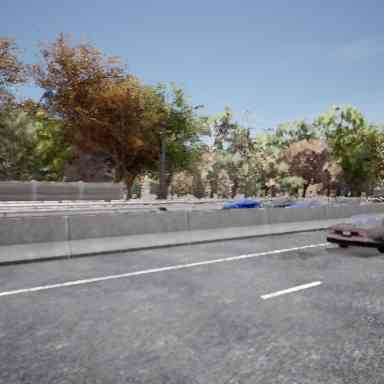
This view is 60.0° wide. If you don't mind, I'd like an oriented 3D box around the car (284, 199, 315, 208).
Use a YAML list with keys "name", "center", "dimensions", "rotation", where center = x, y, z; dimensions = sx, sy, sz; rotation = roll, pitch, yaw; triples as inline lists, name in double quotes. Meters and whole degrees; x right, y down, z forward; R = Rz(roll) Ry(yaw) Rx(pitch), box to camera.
- name: "car"
  center: [11.893, 1.553, 33.939]
  dimensions: [4.674, 1.442, 1.812]
  rotation: [0, 0, -35]

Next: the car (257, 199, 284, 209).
- name: "car"
  center: [9.912, 1.535, 36.823]
  dimensions: [4.892, 1.490, 1.837]
  rotation: [1, 0, -35]

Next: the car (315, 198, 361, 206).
- name: "car"
  center: [14.075, 1.378, 31.196]
  dimensions: [4.553, 1.767, 2.097]
  rotation: [0, 0, -35]

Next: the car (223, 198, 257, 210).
- name: "car"
  center: [5.780, 1.503, 38.177]
  dimensions: [5.008, 1.535, 1.882]
  rotation: [0, 0, -35]

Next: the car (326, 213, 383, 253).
- name: "car"
  center: [7.729, 1.561, 13.680]
  dimensions: [5.357, 1.411, 2.033]
  rotation: [0, 0, -35]
